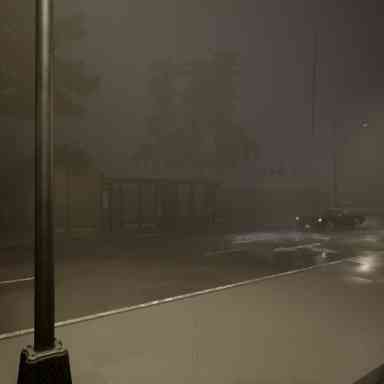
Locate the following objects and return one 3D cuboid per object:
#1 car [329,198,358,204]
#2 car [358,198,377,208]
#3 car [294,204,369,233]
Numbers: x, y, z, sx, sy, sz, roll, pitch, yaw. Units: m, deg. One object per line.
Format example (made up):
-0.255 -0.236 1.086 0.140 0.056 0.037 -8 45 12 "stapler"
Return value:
19.914 1.525 46.252 1.812 1.442 4.674 0 0 -36 "car"
23.709 1.564 46.964 1.994 1.385 4.181 0 0 -36 "car"
8.241 1.601 19.841 4.718 1.301 1.895 0 0 -36 "car"
